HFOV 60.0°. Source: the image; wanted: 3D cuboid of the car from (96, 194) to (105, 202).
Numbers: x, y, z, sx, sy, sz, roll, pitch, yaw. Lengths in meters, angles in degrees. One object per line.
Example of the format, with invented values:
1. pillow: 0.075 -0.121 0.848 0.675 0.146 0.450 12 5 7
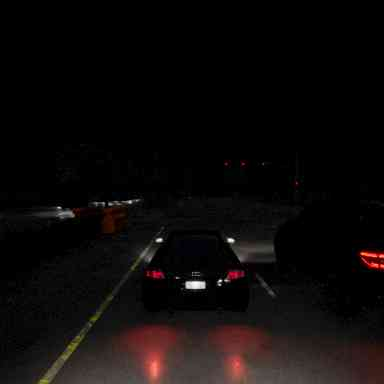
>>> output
1. car: -17.820 1.281 66.979 1.837 1.490 4.892 0 0 0

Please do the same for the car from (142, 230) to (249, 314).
1. car: 0.069 1.563 7.698 1.994 1.385 4.181 0 0 0

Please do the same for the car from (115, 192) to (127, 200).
1. car: -18.137 0.918 85.543 2.150 2.045 5.566 0 0 -3

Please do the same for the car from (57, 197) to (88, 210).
1. car: -14.269 1.497 40.259 1.895 1.301 4.718 0 0 0

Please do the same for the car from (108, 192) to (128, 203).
1. car: -14.344 1.014 63.429 2.150 2.045 5.566 0 0 0

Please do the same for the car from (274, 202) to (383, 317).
1. car: 3.591 1.221 7.627 2.150 2.045 5.566 0 0 -2

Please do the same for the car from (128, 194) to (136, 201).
1. car: -14.363 1.336 74.599 1.895 1.301 4.718 0 0 0

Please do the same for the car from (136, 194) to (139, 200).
1. car: -14.488 1.200 83.949 1.837 1.490 4.892 0 0 -3

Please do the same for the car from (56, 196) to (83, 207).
1. car: -17.813 1.404 48.618 2.033 1.411 5.357 0 0 0

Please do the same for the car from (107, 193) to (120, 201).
1. car: -17.872 1.090 75.972 2.097 1.767 4.553 0 0 0

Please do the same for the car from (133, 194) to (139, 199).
1. car: -15.864 1.178 94.187 1.812 1.442 4.674 0 0 -11
